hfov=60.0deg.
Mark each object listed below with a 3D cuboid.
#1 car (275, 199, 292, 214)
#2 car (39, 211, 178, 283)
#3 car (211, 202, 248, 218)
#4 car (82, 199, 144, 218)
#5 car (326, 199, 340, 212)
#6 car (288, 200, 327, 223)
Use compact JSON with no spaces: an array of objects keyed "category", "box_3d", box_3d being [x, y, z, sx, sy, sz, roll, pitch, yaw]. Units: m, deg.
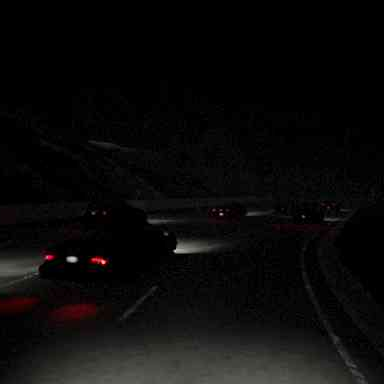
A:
[{"category":"car","box_3d":[10.225,1.504,35.459,1.882,1.535,5.008,0,0,28]},{"category":"car","box_3d":[-1.985,1.523,9.685,2.033,1.411,5.357,0,0,15]},{"category":"car","box_3d":[3.527,1.589,30.357,1.895,1.301,4.718,0,0,28]},{"category":"car","box_3d":[-4.921,1.294,21.640,2.097,1.767,4.553,0,0,26]},{"category":"car","box_3d":[16.932,1.591,40.614,1.812,1.442,4.674,0,0,28]},{"category":"car","box_3d":[9.038,1.556,25.765,1.812,1.442,4.674,0,0,28]}]
